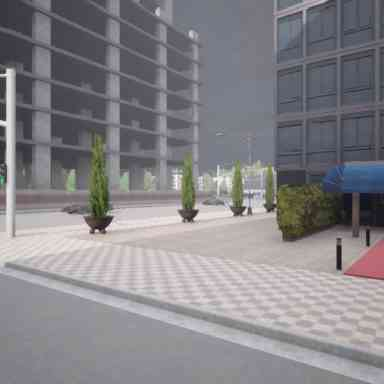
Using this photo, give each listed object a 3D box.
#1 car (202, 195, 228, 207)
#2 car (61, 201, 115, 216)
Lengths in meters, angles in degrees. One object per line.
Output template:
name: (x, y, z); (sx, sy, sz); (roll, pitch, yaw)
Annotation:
car: (3.380, 1.564, 52.428); (1.994, 1.385, 4.181); (0, 0, 37)
car: (-10.363, 1.546, 33.607); (2.033, 1.411, 5.357); (0, 0, 36)
